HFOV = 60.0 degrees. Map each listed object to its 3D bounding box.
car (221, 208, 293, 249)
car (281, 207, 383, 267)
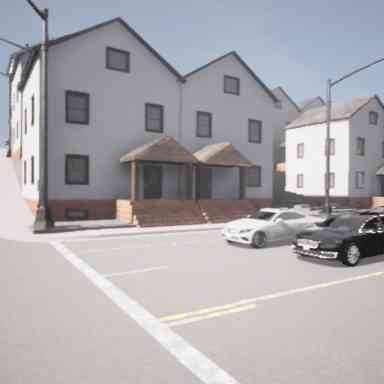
[{"bbox_3d":[3.440,1.424,14.086,4.674,1.442,1.812,0,1,-30],"label":"car"},{"bbox_3d":[5.547,1.449,11.266,4.892,1.490,1.837,0,1,-31],"label":"car"}]
